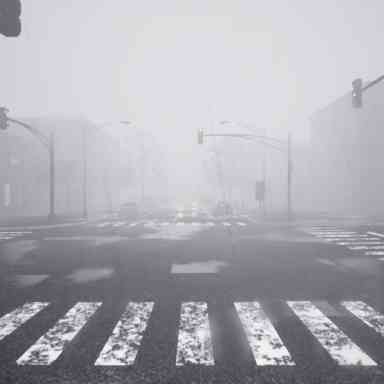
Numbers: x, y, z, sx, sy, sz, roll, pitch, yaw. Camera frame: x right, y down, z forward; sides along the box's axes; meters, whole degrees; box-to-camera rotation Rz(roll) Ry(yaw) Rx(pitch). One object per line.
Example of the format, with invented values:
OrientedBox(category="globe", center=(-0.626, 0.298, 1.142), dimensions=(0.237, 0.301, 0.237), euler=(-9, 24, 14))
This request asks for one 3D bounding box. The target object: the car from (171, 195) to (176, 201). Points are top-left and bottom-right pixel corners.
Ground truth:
OrientedBox(category="car", center=(-5.396, 1.548, 80.308), dimensions=(1.947, 1.339, 4.313), euler=(0, 0, 0))

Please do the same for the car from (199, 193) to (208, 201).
OrientedBox(category="car", center=(3.003, 1.296, 85.823), dimensions=(2.192, 1.841, 5.009), euler=(-1, 0, 0))

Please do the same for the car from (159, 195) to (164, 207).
OrientedBox(category="car", center=(-5.519, 1.535, 47.031), dimensions=(1.887, 1.381, 4.507), euler=(0, 0, 0))

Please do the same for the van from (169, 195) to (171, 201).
OrientedBox(category="van", center=(-5.459, 1.328, 63.669), dimensions=(1.690, 1.788, 3.998), euler=(0, 0, 0))

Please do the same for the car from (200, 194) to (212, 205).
OrientedBox(category="car", center=(2.903, 1.539, 58.092), dimensions=(2.008, 1.369, 4.403), euler=(-1, 0, 0))

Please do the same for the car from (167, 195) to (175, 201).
OrientedBox(category="car", center=(-5.375, 1.526, 85.854), dimensions=(1.887, 1.381, 4.507), euler=(0, 0, 0))

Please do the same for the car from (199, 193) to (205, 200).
OrientedBox(category="car", center=(2.964, 1.550, 74.730), dimensions=(1.947, 1.339, 4.313), euler=(-1, 0, 0))

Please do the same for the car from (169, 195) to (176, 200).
OrientedBox(category="car", center=(-5.355, 1.561, 91.400), dimensions=(1.802, 1.307, 4.206), euler=(0, 0, 0))

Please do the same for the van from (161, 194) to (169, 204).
OrientedBox(category="van", center=(-5.480, 1.329, 58.123), dimensions=(1.690, 1.788, 3.998), euler=(0, 0, 0))

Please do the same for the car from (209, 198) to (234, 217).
OrientedBox(category="car", center=(2.800, 1.520, 30.531), dimensions=(1.752, 1.417, 4.829), euler=(-1, 0, 0))

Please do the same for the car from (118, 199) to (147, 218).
OrientedBox(category="car", center=(-5.580, 1.576, 30.392), dimensions=(1.802, 1.307, 4.206), euler=(0, 0, 0))

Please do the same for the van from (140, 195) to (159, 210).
OrientedBox(category="van", center=(-5.541, 1.333, 41.484), dimensions=(1.690, 1.788, 3.998), euler=(0, 0, 0))
